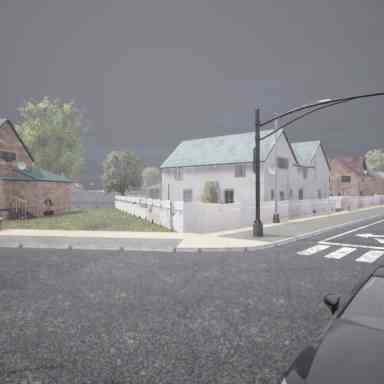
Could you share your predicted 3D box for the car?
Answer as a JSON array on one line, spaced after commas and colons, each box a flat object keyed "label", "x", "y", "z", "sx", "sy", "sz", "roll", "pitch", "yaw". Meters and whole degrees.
[{"label": "car", "x": 2.565, "y": 1.524, "z": 3.471, "sx": 1.812, "sy": 1.442, "sz": 4.674, "roll": 0, "pitch": 0, "yaw": 42}]
